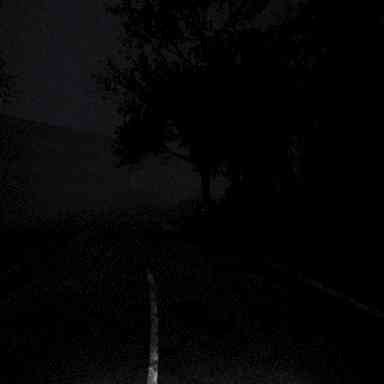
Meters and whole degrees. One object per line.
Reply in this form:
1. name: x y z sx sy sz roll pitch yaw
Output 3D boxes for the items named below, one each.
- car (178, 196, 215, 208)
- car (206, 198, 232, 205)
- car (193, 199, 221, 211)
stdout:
1. car: 0.379 1.670 57.018 5.566 2.045 2.435 -1 0 27
2. car: 5.477 1.946 67.107 4.674 1.452 2.002 -1 0 27
3. car: 2.356 1.929 43.691 1.895 1.301 4.718 -1 -1 27
